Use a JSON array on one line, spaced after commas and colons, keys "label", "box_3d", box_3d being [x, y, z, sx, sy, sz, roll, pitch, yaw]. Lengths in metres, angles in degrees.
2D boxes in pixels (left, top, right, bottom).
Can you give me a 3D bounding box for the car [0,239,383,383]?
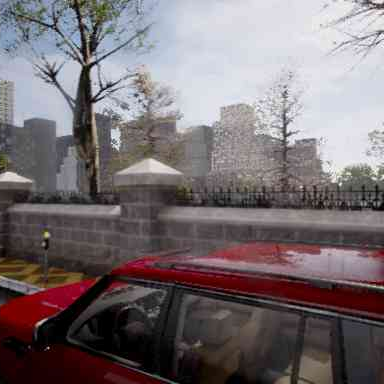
[{"label": "car", "box_3d": [0.241, 1.325, 2.548, 5.009, 1.841, 2.192, -1, 0, 35]}]
